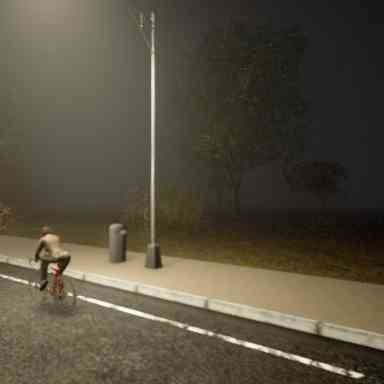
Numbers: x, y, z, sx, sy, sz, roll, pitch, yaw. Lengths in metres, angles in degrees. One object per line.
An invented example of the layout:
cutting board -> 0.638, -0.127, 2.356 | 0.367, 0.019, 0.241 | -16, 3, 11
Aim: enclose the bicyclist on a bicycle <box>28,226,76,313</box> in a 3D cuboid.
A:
bicyclist on a bicycle -> -2.850, 1.521, 6.684 | 1.656, 1.620, 0.582 | -1, -1, 35
